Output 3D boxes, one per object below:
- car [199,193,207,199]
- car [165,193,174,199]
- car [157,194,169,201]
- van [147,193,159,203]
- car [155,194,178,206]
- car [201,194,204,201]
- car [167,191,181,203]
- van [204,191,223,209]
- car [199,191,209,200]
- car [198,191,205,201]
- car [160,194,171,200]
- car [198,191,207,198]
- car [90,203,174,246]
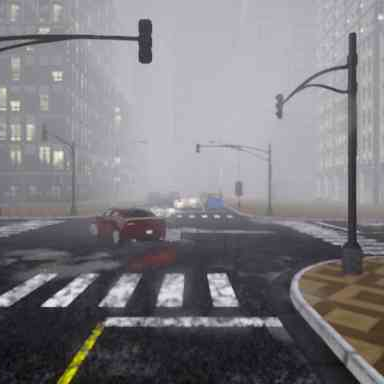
[{"bbox_3d":[2.728,0.984,83.292,1.947,1.339,4.313,0,0,0],"label":"car"},{"bbox_3d":[-5.652,0.999,83.322,1.802,1.307,4.206,0,0,0],"label":"car"},{"bbox_3d":[-5.713,1.101,66.704,1.947,1.339,4.313,0,0,0],"label":"car"},{"bbox_3d":[-5.773,0.992,50.085,1.690,1.788,3.998,0,0,0],"label":"van"},{"bbox_3d":[-3.210,1.308,42.007,1.895,1.301,4.718,0,0,0],"label":"car"},{"bbox_3d":[2.609,1.235,44.520,1.887,1.381,4.507,0,0,0],"label":"car"},{"bbox_3d":[-3.102,0.813,58.866,2.150,2.045,5.566,0,0,1],"label":"car"},{"bbox_3d":[2.680,1.070,38.980,1.690,1.788,3.998,0,0,0],"label":"van"},{"bbox_3d":[2.709,0.772,77.751,2.192,1.841,5.009,0,0,0],"label":"car"},{"bbox_3d":[2.668,0.850,66.672,2.192,1.841,5.009,0,0,0],"label":"car"},{"bbox_3d":[-5.693,1.047,72.242,2.008,1.369,4.403,0,0,0],"label":"car"},{"bbox_3d":[2.750,0.693,88.829,2.192,1.841,5.009,0,0,0],"label":"car"},{"bbox_3d":[-2.972,1.374,14.838,1.882,1.535,5.008,1,0,-33],"label":"car"}]
